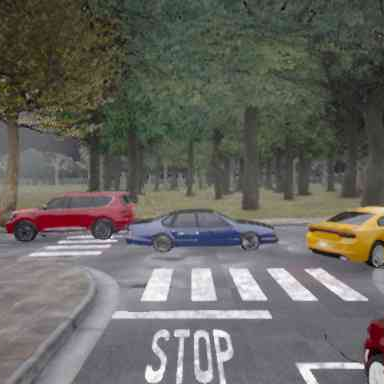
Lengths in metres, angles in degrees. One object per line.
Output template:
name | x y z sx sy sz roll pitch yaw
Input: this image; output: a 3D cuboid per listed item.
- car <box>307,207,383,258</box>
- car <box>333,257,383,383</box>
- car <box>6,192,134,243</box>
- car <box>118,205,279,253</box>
car | 5.890 1.205 10.380 5.008 1.535 1.882 -3 2 -26
car | 2.625 1.516 1.690 1.887 1.381 4.507 -1 1 0
car | -5.314 1.047 15.067 5.566 2.045 2.150 -1 2 0
car | 0.310 1.330 12.132 5.357 1.411 2.033 -1 2 0
